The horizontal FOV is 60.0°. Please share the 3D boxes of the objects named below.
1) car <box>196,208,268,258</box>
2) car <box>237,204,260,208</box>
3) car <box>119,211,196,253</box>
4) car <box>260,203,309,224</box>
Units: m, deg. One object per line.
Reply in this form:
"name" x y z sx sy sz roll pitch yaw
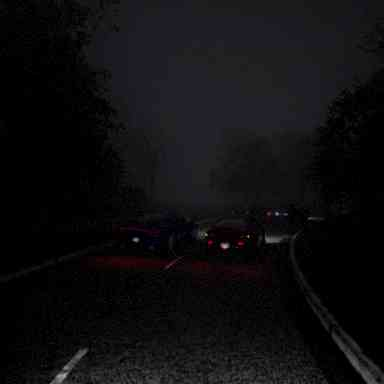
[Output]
"car" 1.795 1.592 13.221 1.812 1.442 4.674 0 0 18
"car" 4.939 1.601 27.351 1.895 1.301 4.718 0 0 34
"car" -1.259 1.552 14.302 1.882 1.535 5.008 0 0 18
"car" 7.253 1.540 24.995 2.033 1.411 5.357 0 0 34
